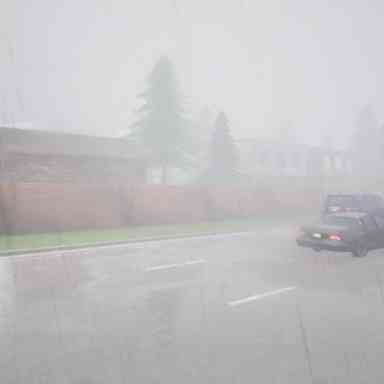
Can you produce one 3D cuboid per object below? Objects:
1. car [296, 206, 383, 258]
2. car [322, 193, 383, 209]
[{"bbox_3d":[6.162,1.471,12.392,5.357,1.411,2.033,0,0,-35],"label":"car"},{"bbox_3d":[9.769,1.101,19.227,5.566,2.045,2.150,0,0,-35],"label":"car"}]
